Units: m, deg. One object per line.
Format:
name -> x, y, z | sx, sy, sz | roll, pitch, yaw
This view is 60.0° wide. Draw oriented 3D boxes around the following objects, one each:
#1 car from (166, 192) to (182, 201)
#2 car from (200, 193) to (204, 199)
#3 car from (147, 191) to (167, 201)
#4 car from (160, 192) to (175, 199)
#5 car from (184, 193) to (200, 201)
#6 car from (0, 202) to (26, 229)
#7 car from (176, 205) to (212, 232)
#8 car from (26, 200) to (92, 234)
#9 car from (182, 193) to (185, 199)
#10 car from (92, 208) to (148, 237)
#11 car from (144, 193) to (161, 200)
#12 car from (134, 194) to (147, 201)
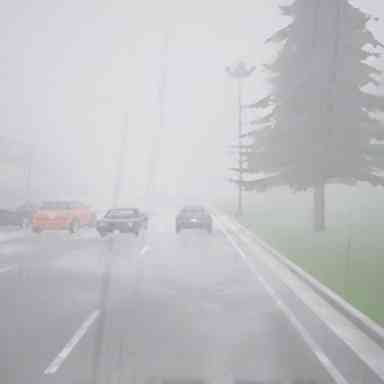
car -> -3.500, 1.054, 66.335 | 1.812, 1.442, 4.674 | 0, 0, 2
car -> 1.463, 0.964, 76.197 | 1.994, 1.385, 4.181 | 0, 0, 17
car -> -6.993, 0.747, 66.702 | 2.150, 2.045, 5.566 | 0, 0, 2
car -> -5.566, 0.783, 77.032 | 1.882, 1.535, 5.008 | 0, 0, 17
car -> 0.001, 1.129, 66.331 | 1.895, 1.301, 4.718 | 0, 0, 2
car -> -10.405, 1.333, 20.299 | 1.882, 1.535, 5.008 | 0, 0, 0
car -> 0.094, 1.426, 19.232 | 1.994, 1.385, 4.181 | 0, 0, 0
car -> -6.905, 1.220, 18.471 | 2.097, 1.767, 4.553 | 0, 0, 0
car -> -2.162, 0.854, 76.215 | 2.033, 1.411, 5.357 | 0, 0, 17
car -> -3.405, 1.478, 17.191 | 1.895, 1.301, 4.718 | 0, 0, 0
car -> -9.154, 0.986, 77.080 | 2.033, 1.411, 5.357 | 0, 0, 17
car -> -10.482, 1.081, 67.414 | 1.994, 1.385, 4.181 | 0, 0, 2
